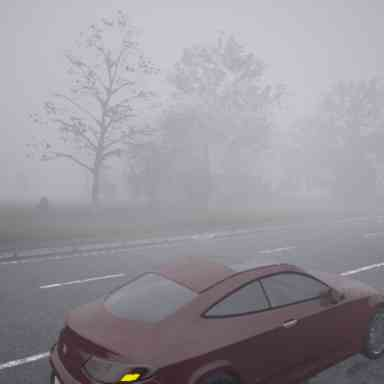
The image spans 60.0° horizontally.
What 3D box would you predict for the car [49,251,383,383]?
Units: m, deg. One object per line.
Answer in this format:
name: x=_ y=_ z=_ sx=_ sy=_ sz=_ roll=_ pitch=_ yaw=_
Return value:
car: x=0.714 y=1.514 z=4.257 sx=4.674 sy=1.442 sz=1.812 roll=0 pitch=0 yaw=-36
